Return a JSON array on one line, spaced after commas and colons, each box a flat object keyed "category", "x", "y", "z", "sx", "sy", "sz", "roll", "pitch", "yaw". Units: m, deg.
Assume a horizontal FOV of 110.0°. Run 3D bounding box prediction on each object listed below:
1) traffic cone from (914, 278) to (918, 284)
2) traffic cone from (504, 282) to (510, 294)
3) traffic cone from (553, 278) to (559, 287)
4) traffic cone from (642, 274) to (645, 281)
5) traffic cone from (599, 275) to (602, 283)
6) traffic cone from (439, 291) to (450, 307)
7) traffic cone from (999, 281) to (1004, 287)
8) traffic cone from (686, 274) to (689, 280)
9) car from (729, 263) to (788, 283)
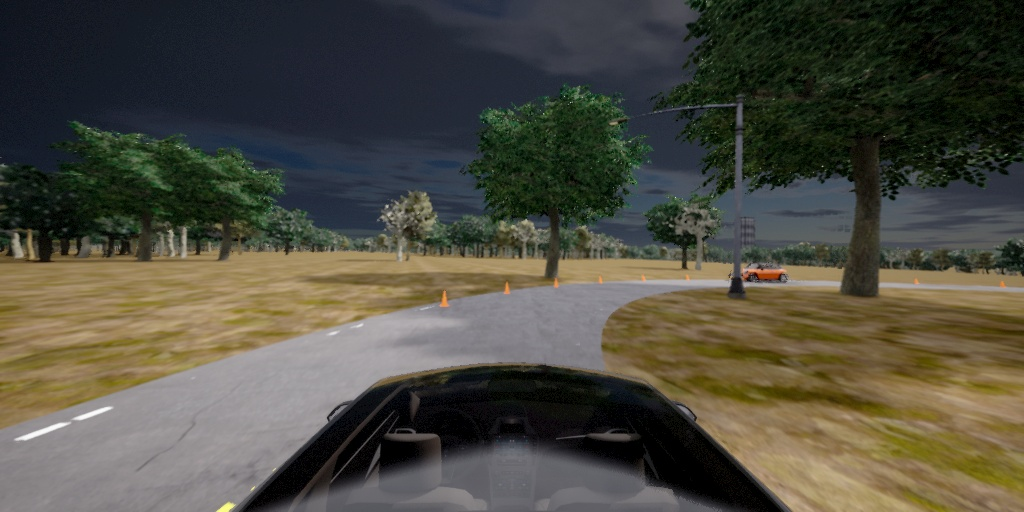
[{"category": "traffic cone", "x": 37.448, "y": 2.313, "z": 33.242, "sx": 0.340, "sy": 0.580, "sz": 0.340, "roll": 0, "pitch": 0, "yaw": 19}, {"category": "traffic cone", "x": -0.263, "y": 1.678, "z": 18.891, "sx": 0.340, "sy": 0.580, "sz": 0.340, "roll": 0, "pitch": 0, "yaw": 31}, {"category": "traffic cone", "x": 2.876, "y": 1.714, "z": 23.327, "sx": 0.340, "sy": 0.580, "sz": 0.340, "roll": 0, "pitch": 0, "yaw": 40}, {"category": "traffic cone", "x": 11.115, "y": 1.836, "z": 30.389, "sx": 0.340, "sy": 0.580, "sz": 0.340, "roll": 0, "pitch": 0, "yaw": -31}, {"category": "traffic cone", "x": 6.693, "y": 1.766, "z": 27.194, "sx": 0.340, "sy": 0.580, "sz": 0.340, "roll": 0, "pitch": 0, "yaw": -41}, {"category": "traffic cone", "x": -2.641, "y": 1.654, "z": 14.006, "sx": 0.340, "sy": 0.580, "sz": 0.340, "roll": 0, "pitch": 0, "yaw": 21}, {"category": "traffic cone", "x": 42.454, "y": 2.417, "z": 31.067, "sx": 0.340, "sy": 0.580, "sz": 0.340, "roll": 0, "pitch": 0, "yaw": 28}, {"category": "traffic cone", "x": 16.023, "y": 1.919, "z": 32.777, "sx": 0.340, "sy": 0.580, "sz": 0.340, "roll": 0, "pitch": 0, "yaw": -21}, {"category": "car", "x": 21.876, "y": 1.425, "z": 31.936, "sx": 4.553, "sy": 1.767, "sz": 2.097, "roll": 1, "pitch": 0, "yaw": -9}]
